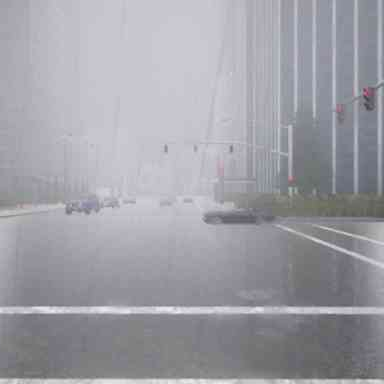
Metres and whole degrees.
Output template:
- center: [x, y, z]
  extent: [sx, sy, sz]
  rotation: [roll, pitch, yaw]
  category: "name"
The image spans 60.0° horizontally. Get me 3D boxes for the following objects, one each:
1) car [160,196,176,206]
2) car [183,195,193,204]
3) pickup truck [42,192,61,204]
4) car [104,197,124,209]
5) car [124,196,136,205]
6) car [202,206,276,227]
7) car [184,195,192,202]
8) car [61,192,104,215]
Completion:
- center: [-4.108, 1.583, 53.793]
  extent: [1.895, 1.301, 4.718]
  rotation: [0, 0, -1]
  category: "car"
- center: [-0.817, 1.504, 65.416]
  extent: [1.812, 1.442, 4.674]
  rotation: [0, 0, -1]
  category: "car"
- center: [-24.389, 1.039, 60.089]
  extent: [2.390, 2.098, 6.274]
  rotation: [0, 0, 30]
  category: "pickup truck"
- center: [-11.217, 1.477, 45.453]
  extent: [2.128, 1.511, 4.902]
  rotation: [0, 0, 0]
  category: "car"
- center: [-11.325, 1.505, 60.314]
  extent: [1.812, 1.442, 4.674]
  rotation: [0, 0, 0]
  category: "car"
- center: [3.027, 1.593, 22.140]
  extent: [4.718, 1.301, 1.895]
  rotation: [0, 0, 0]
  category: "car"
- center: [-0.913, 1.361, 75.667]
  extent: [1.882, 1.535, 5.008]
  rotation: [0, 0, -1]
  category: "car"
- center: [-11.128, 1.210, 34.299]
  extent: [2.150, 2.045, 5.566]
  rotation: [0, 0, 0]
  category: "car"
